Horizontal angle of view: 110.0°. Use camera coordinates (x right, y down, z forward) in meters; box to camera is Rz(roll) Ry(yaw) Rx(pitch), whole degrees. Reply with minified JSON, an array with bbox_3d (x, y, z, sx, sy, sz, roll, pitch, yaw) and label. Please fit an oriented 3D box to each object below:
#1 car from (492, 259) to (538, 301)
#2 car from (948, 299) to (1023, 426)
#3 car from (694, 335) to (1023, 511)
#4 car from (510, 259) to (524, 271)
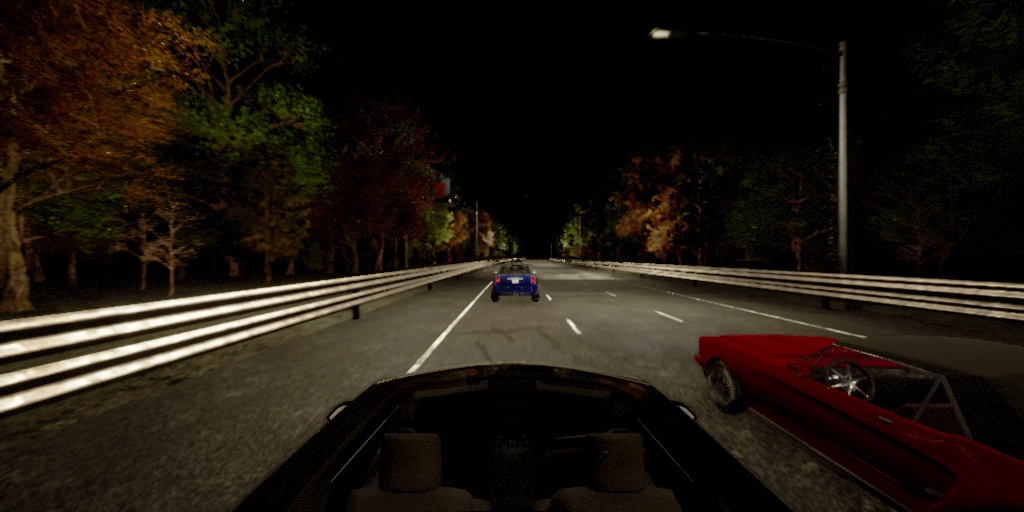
[{"bbox_3d":[0.162,1.146,17.945,2.097,1.767,4.553,0,0,0],"label":"car"},{"bbox_3d":[7.085,1.306,2.316,2.033,1.411,5.357,0,0,0],"label":"car"},{"bbox_3d":[3.586,1.358,3.099,1.895,1.301,4.718,0,0,0],"label":"car"},{"bbox_3d":[0.762,1.324,55.095,2.033,1.649,4.856,0,0,1],"label":"car"}]
